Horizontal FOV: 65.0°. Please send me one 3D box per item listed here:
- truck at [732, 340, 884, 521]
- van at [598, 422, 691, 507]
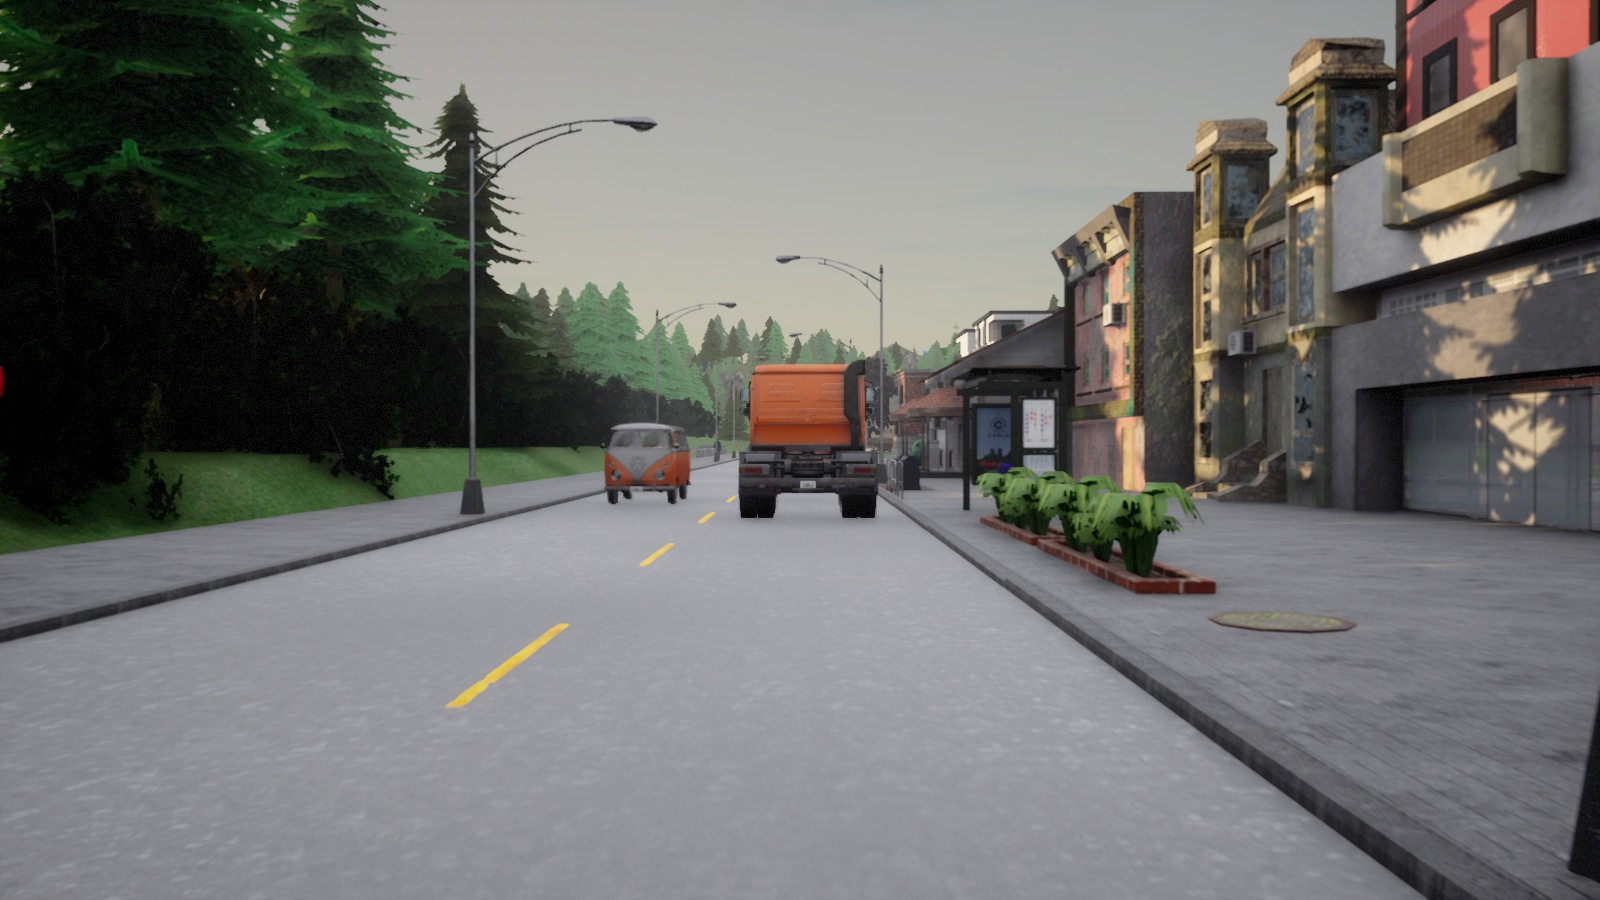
[{"bbox_3d":[0.170,-0.393,27.939,2.891,3.462,7.936,0,0,0],"label":"truck"},{"bbox_3d":[-3.811,0.318,31.472,1.775,1.987,4.442,0,0,0],"label":"van"}]
